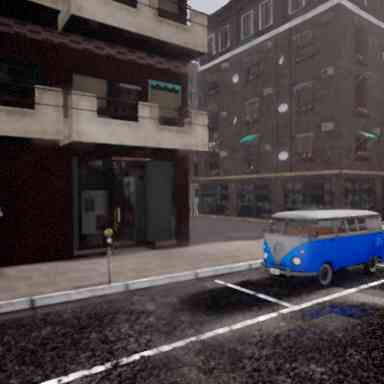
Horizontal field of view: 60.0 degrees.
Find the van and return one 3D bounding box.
[{"bbox_3d":[3.695,1.398,9.214,3.998,1.788,1.690,0,-1,-35],"label":"van"}]
